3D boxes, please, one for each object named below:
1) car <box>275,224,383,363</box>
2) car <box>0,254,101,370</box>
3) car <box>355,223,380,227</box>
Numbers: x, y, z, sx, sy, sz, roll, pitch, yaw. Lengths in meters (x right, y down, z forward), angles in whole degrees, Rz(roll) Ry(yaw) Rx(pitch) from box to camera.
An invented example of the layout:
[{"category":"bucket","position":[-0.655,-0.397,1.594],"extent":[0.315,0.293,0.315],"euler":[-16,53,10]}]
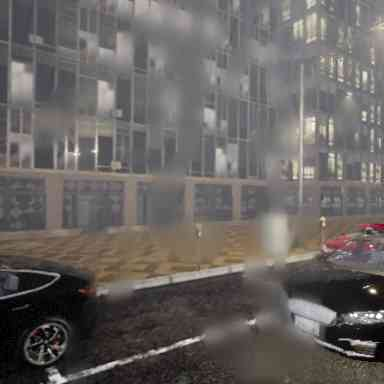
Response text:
[{"category":"car","position":[3.543,1.560,5.902],"extent":[4.902,1.511,2.128],"euler":[1,0,-35]},{"category":"car","position":[-3.340,1.561,4.174],"extent":[4.313,1.339,1.947],"euler":[1,0,-35]},{"category":"car","position":[5.930,1.702,10.778],"extent":[4.206,1.307,1.802],"euler":[1,0,-35]}]
